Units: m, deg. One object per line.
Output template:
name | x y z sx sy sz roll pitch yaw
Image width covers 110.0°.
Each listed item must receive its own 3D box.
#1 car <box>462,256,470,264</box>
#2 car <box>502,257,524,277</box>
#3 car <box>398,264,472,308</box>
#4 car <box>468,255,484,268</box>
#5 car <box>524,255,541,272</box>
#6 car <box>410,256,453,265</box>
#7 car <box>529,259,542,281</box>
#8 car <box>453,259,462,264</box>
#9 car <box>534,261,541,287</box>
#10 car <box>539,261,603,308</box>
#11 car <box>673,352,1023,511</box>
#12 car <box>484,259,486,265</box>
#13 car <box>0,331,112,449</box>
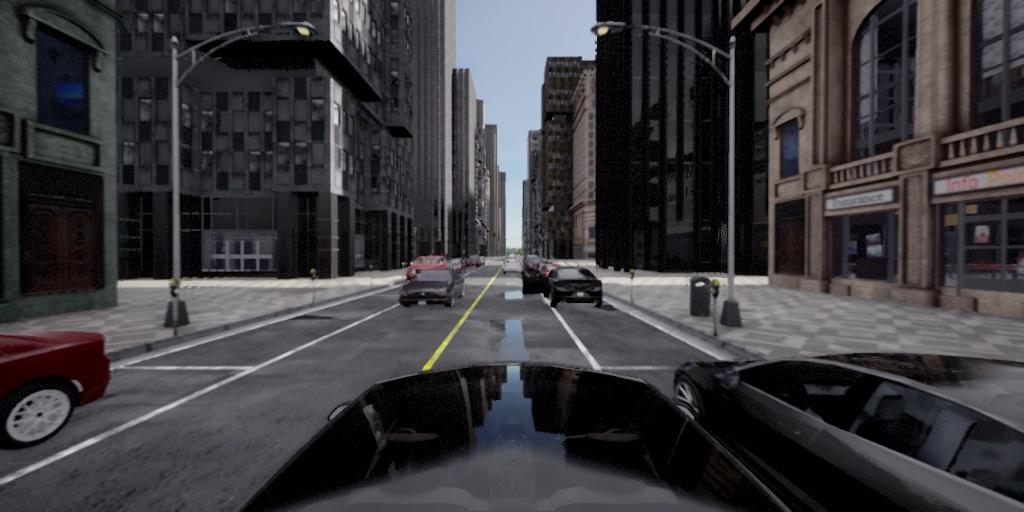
car | -5.752 0.985 36.071 1.967 1.591 4.097 0 0 0
car | 0.052 1.068 36.565 1.812 1.442 4.674 0 0 0
car | -3.096 1.218 15.026 2.033 1.411 5.357 0 0 0
car | -5.747 0.761 52.877 2.192 1.841 5.009 0 0 0
car | 2.775 0.952 41.672 1.967 1.591 4.097 0 0 0
car | -5.756 0.927 24.867 2.192 1.841 5.009 0 0 0
car | 2.771 1.144 30.469 1.948 1.339 4.313 0 0 0
car | -5.754 1.144 30.469 1.948 1.339 4.313 0 0 0
car | 2.770 1.194 24.868 1.802 1.307 4.207 0 0 0
car | 2.365 1.149 14.858 1.882 1.535 5.008 0 0 0
car | 2.763 1.311 2.461 1.948 1.339 4.313 0 0 0
car | -5.745 0.939 58.309 1.751 1.417 4.829 0 0 0
car | -5.763 1.291 2.458 1.888 1.381 4.507 0 0 0
